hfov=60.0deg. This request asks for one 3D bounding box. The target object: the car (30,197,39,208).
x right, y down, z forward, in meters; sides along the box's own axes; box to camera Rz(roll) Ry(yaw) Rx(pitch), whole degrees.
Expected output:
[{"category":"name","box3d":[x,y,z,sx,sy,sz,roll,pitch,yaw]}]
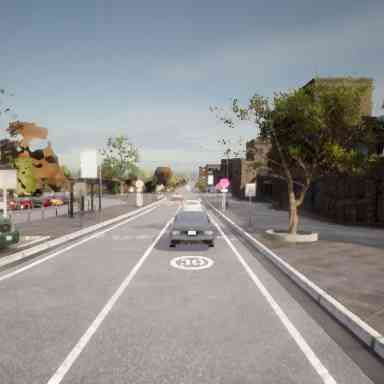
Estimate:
[{"category":"car","box3d":[-22.111,1.369,40.928,5.008,1.535,2.097,0,0,0]}]

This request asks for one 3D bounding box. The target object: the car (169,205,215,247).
[{"category":"car","box3d":[0.000,1.530,14.670,2.033,1.411,5.357,0,0,0]}]

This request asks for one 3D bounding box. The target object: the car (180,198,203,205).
[{"category":"car","box3d":[0.001,1.443,29.688,1.812,1.442,4.674,0,0,0]}]

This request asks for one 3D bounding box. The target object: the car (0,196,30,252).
[{"category":"car","box3d":[-8.957,1.211,11.284,5.566,2.045,2.435,0,0,0]}]

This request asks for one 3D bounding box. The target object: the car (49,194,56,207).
[{"category":"car","box3d":[-22.141,1.383,46.478,4.792,1.488,2.163,0,0,0]}]

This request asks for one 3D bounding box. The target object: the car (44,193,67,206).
[{"category":"car","box3d":[-21.930,1.344,49.253,5.366,1.575,1.946,0,0,0]}]

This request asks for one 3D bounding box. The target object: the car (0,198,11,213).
[{"category":"car","box3d":[-22.095,1.425,35.377,4.674,1.452,2.002,0,0,0]}]

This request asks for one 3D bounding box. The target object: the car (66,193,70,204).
[{"category":"car","box3d":[-22.149,1.369,52.030,4.792,1.488,2.163,0,0,0]}]

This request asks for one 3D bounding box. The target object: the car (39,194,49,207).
[{"category":"car","box3d":[-22.102,1.362,43.703,4.892,1.521,2.231,0,0,0]}]

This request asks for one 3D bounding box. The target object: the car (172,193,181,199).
[{"category":"car","box3d":[-3.249,0.859,70.868,1.895,1.301,4.718,0,1,0]}]

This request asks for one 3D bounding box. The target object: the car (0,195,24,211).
[{"category":"car","box3d":[-22.132,1.251,38.152,4.553,1.767,2.185,0,0,0]}]
